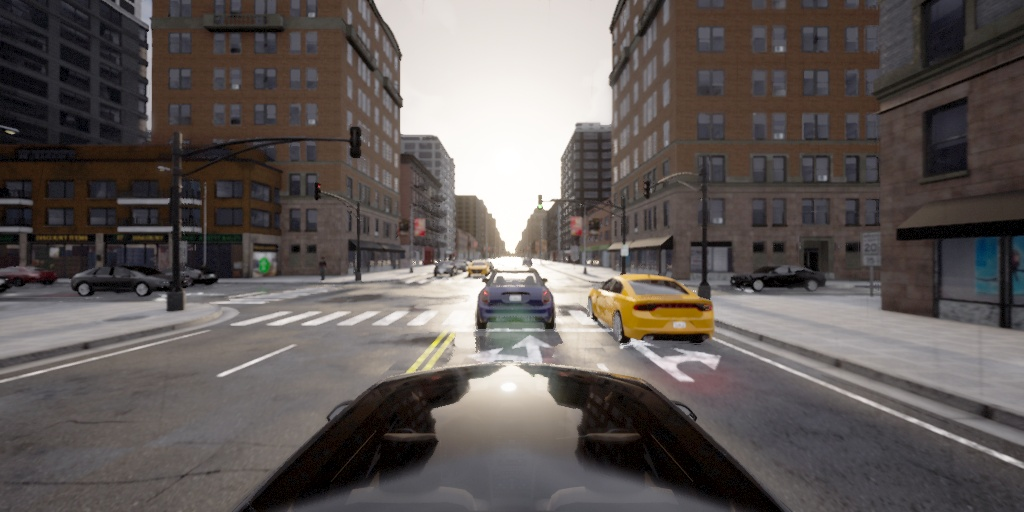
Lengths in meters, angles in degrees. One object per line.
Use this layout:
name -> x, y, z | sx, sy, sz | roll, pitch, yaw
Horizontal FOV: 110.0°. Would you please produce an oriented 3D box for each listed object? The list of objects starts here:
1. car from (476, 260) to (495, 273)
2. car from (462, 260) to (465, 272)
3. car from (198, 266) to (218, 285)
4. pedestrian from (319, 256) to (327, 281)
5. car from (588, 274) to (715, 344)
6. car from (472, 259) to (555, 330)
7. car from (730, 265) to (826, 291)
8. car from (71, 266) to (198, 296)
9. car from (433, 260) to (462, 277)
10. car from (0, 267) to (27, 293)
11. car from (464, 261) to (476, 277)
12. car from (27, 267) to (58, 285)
car -> -3.360, 1.253, 46.049 | 2.128, 1.511, 4.902 | 0, 0, 0
car -> -6.609, 1.253, 45.439 | 2.128, 1.511, 4.902 | 0, 0, 0
car -> -22.131, 1.337, 23.970 | 4.313, 1.339, 1.948 | 0, 0, 0
pedestrian -> -14.150, 0.928, 26.808 | 0.375, 1.860, 0.375 | 0, 0, 0
car -> 3.374, 1.231, 9.659 | 1.882, 1.535, 5.008 | 0, 0, 0
car -> 0.094, 1.105, 11.324 | 2.097, 1.767, 4.553 | 0, 0, 0
car -> 15.876, 1.275, 21.606 | 5.008, 1.535, 1.882 | 0, 0, 1
car -> -19.589, 1.254, 18.473 | 4.892, 1.490, 1.837 | 0, 0, 0
car -> -6.623, 1.252, 36.016 | 2.128, 1.511, 4.902 | 0, 0, -1
car -> -29.077, 1.238, 18.518 | 4.902, 1.511, 2.128 | 0, 0, 0
car -> -3.361, 1.239, 36.618 | 1.882, 1.535, 5.008 | 0, 0, 0
car -> -33.154, 1.351, 24.023 | 4.207, 1.307, 1.802 | 0, 0, 0
